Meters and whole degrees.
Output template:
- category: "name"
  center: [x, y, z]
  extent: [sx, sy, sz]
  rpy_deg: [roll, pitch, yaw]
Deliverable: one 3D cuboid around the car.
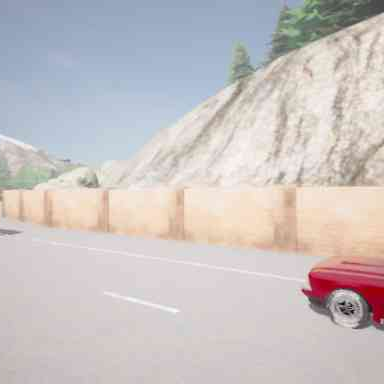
- category: "car"
  center: [4.282, 1.578, 5.247]
  extent: [4.718, 1.301, 1.895]
  rpy_deg: [0, 0, 35]
